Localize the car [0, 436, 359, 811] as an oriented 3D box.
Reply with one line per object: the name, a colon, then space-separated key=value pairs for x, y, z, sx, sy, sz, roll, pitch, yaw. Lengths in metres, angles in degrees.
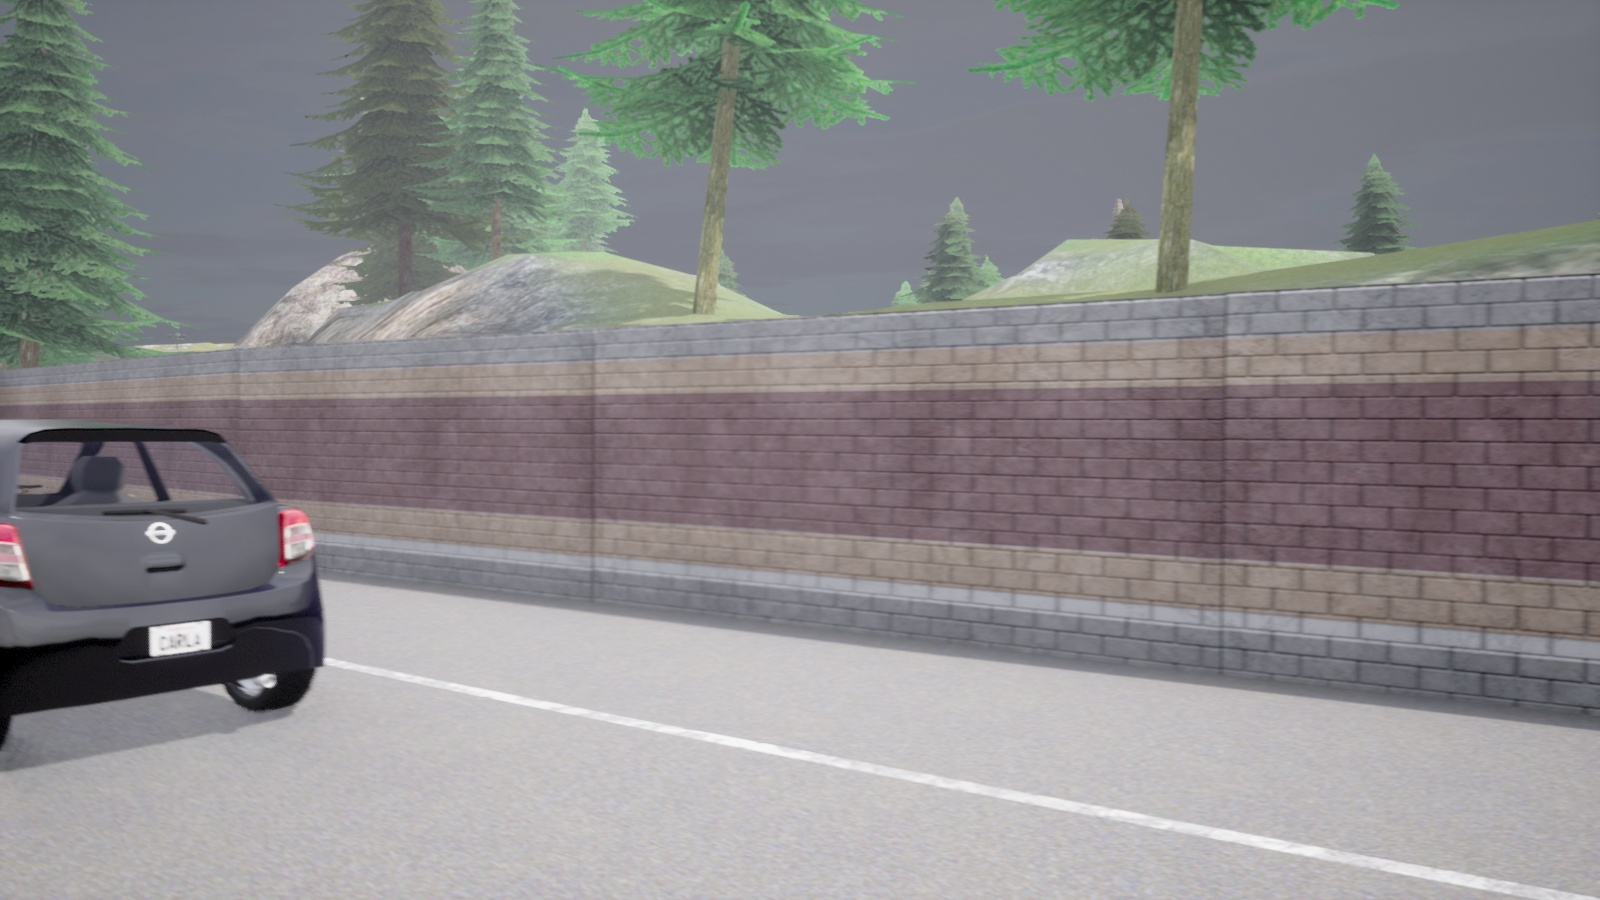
car: x=-4.257 y=0.693 z=6.742 sx=3.633 sy=1.501 sz=1.845 roll=0 pitch=1 yaw=37
